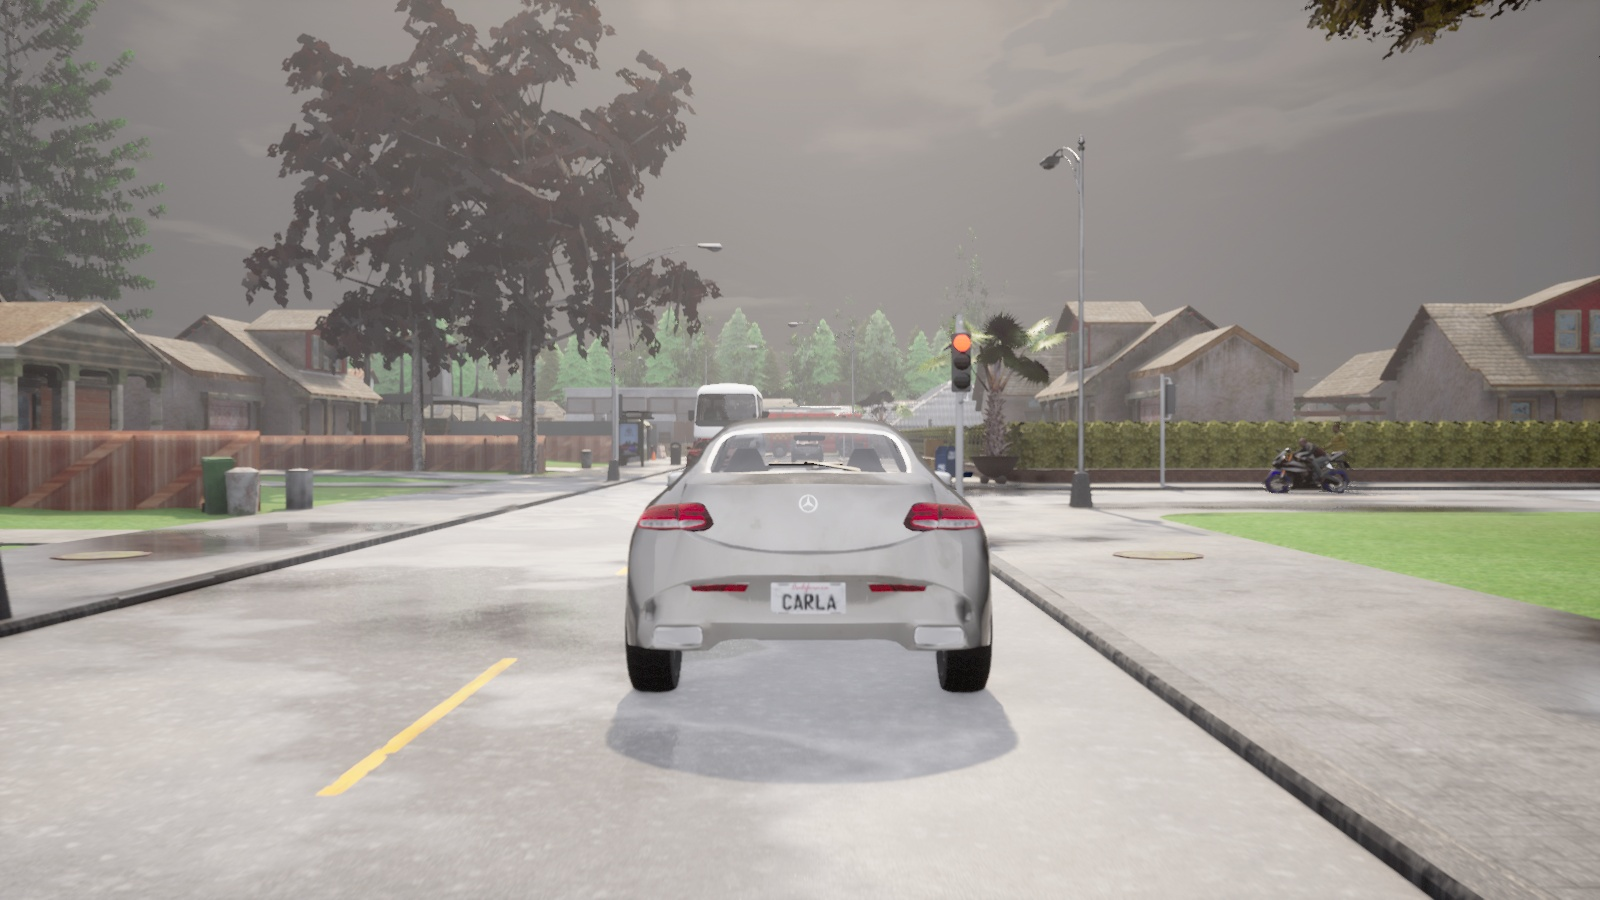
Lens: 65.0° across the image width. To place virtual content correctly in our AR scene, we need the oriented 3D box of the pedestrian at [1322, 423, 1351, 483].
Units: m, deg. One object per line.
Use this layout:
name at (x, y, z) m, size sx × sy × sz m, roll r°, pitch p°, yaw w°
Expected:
pedestrian at (16.501, 0.091, 38.604) m, size 0.709 × 1.840 × 0.431 m, roll 0°, pitch 1°, yaw 1°

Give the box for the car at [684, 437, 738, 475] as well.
car at (-3.687, 0.204, 52.838) m, size 1.882 × 1.535 × 5.008 m, roll 0°, pitch 1°, yaw 0°

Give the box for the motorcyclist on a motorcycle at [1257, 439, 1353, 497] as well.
motorcyclist on a motorcycle at (13.440, 0.464, 33.478) m, size 2.191 × 1.530 × 0.866 m, roll 0°, pitch 1°, yaw 0°

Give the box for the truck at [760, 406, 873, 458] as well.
truck at (1.251, -1.349, 95.187) m, size 8.468 × 3.827 × 2.891 m, roll 0°, pitch 1°, yaw 0°

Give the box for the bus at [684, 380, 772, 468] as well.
bus at (-3.603, -1.276, 65.757) m, size 3.944 × 4.253 × 10.273 m, roll 0°, pitch 0°, yaw 0°

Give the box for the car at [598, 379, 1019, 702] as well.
car at (0.067, 0.437, 8.935) m, size 2.152 × 1.651 × 5.027 m, roll 0°, pitch 1°, yaw 1°
